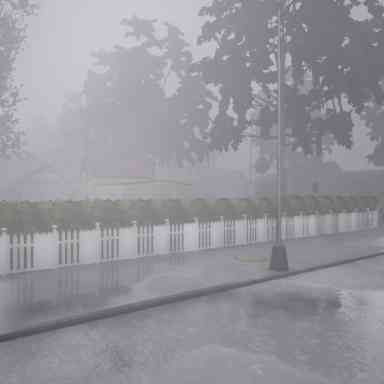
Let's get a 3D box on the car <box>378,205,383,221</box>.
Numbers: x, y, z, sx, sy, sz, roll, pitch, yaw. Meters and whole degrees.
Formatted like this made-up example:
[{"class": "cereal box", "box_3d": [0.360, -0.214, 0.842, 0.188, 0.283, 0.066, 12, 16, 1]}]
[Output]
[{"class": "car", "box_3d": [14.539, 1.570, 27.227, 1.994, 1.385, 4.181, 0, 0, -36]}]
